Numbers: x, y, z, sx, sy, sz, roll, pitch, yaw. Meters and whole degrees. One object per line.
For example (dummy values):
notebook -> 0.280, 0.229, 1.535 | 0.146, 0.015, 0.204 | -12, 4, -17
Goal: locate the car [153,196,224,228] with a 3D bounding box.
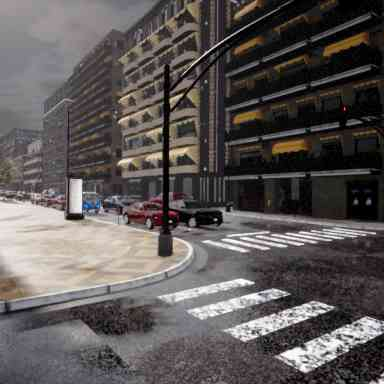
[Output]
car -> -0.145, 1.224, 20.293 | 1.882, 1.535, 5.008 | 1, 0, -35

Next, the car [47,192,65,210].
car -> -12.436, 0.997, 32.769 | 1.887, 1.381, 4.507 | 2, 0, -36

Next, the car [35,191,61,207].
car -> -15.770, 0.909, 37.338 | 1.887, 1.381, 4.507 | 2, 0, -36

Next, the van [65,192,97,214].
van -> -9.095, 0.881, 28.200 | 1.690, 1.788, 3.998 | 2, 0, -36

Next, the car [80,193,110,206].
car -> -12.585, 0.929, 42.774 | 2.033, 1.411, 5.357 | 1, 0, -36

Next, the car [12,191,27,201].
car -> -25.771, 0.541, 51.046 | 1.967, 1.590, 4.097 | 2, 0, -36

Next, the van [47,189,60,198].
van -> -29.007, 0.260, 69.700 | 1.690, 1.788, 3.998 | 2, 0, -36

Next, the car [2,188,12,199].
car -> -32.443, 0.470, 60.185 | 1.887, 1.381, 4.507 | 2, 0, -36

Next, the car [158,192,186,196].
car -> -2.330, 0.936, 33.146 | 2.192, 1.841, 5.009 | 2, 0, -36

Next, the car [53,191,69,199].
car -> -25.779, 0.529, 65.268 | 1.752, 1.417, 4.829 | 2, 0, -36

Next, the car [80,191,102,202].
car -> -15.672, 0.710, 51.423 | 1.967, 1.590, 4.097 | 2, 0, -36

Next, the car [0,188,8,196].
car -> -42.440, -0.022, 73.893 | 2.192, 1.841, 5.009 | 2, 0, -36

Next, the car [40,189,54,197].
car -> -32.345, 0.272, 74.270 | 1.967, 1.590, 4.097 | 2, 0, -36

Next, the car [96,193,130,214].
car -> -6.028, 1.083, 28.364 | 2.128, 1.511, 4.902 | 1, 0, -36

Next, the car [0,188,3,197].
car -> -39.112, 0.301, 69.323 | 2.008, 1.369, 4.403 | 2, 0, -36

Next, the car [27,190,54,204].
car -> -19.004, 0.805, 41.771 | 1.752, 1.417, 4.829 | 2, 0, -36

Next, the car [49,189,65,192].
car -> -17.706, 0.635, 44.445 | 2.097, 1.767, 4.553 | 1, 0, -36

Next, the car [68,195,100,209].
car -> -11.849, 1.039, 36.351 | 1.895, 1.301, 4.718 | 1, 0, -36

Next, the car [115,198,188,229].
car -> -2.433, 1.261, 19.061 | 1.887, 1.381, 4.507 | 2, 0, -36
